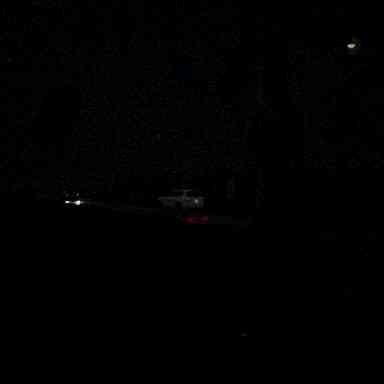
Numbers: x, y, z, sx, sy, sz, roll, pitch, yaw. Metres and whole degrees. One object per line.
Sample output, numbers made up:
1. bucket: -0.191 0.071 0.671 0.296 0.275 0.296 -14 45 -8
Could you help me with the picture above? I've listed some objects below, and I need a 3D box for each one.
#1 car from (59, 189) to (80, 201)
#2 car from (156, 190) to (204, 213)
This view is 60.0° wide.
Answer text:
1. car: -18.503 0.396 50.122 2.097 1.767 4.553 1 1 -35
2. car: -1.165 0.794 30.348 2.150 2.045 5.566 1 1 -35
